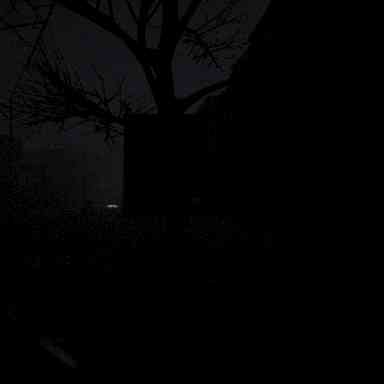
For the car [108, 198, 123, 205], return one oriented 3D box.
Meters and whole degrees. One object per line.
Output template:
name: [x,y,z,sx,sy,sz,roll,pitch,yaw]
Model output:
car: [-15.003,1.926,66.072,1.994,1.385,4.181,1,0,11]
